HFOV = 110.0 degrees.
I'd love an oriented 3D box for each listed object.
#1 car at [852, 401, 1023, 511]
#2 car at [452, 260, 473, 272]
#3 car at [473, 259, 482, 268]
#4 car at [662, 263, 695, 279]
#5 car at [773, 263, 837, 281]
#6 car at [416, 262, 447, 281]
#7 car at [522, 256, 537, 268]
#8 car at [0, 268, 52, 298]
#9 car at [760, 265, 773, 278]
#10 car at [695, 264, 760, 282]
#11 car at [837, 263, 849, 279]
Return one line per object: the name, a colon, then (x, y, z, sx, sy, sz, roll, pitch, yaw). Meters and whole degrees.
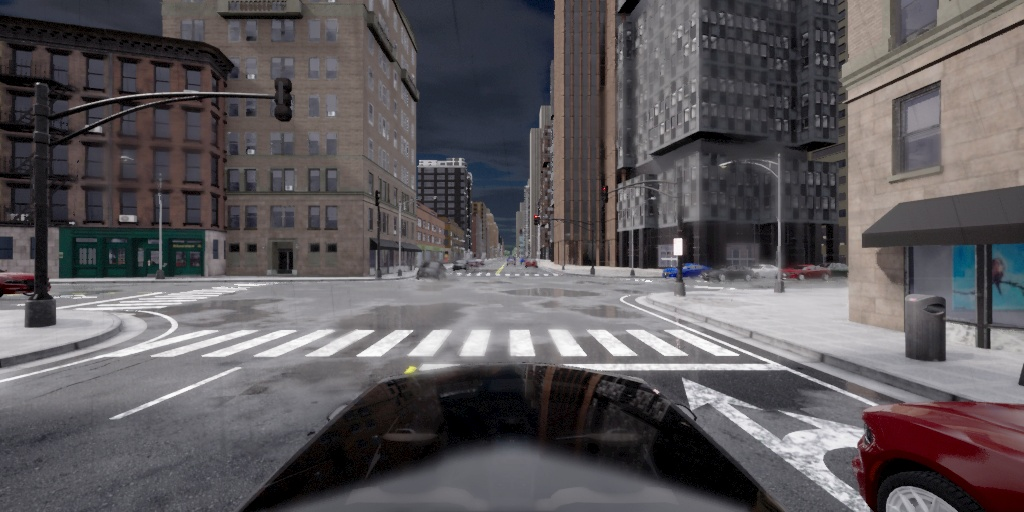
car: (3.353, 1.227, 0.450, 1.882, 1.535, 5.008, 0, 0, 0)
car: (-6.682, 1.264, 47.491, 1.837, 1.490, 4.892, 0, 0, 0)
car: (-6.696, 1.324, 59.926, 1.994, 1.385, 4.181, 0, 0, 0)
car: (17.014, 1.486, 34.826, 5.008, 1.535, 1.882, 1, 0, -16)
car: (28.317, 1.593, 34.659, 5.008, 1.535, 1.882, 1, 0, -15)
car: (-6.653, 1.250, 30.091, 1.837, 1.490, 4.892, 0, 0, 0)
car: (3.221, 1.113, 62.348, 2.097, 1.767, 4.553, 0, 0, 0)
car: (-22.335, 0.962, 14.471, 5.008, 1.535, 1.882, 1, 0, -17)
car: (25.995, 1.639, 37.400, 4.674, 1.442, 1.812, 1, 0, -15)
car: (19.267, 1.514, 32.084, 4.892, 1.490, 1.837, 1, 0, -17)
car: (35.003, 1.570, 39.685, 4.553, 1.767, 2.097, 1, 0, -13)
